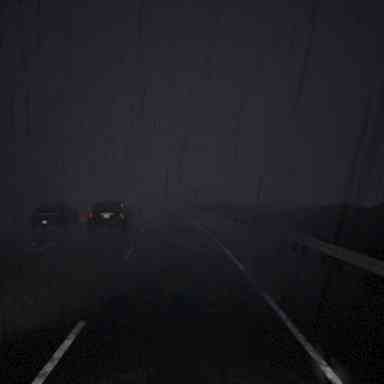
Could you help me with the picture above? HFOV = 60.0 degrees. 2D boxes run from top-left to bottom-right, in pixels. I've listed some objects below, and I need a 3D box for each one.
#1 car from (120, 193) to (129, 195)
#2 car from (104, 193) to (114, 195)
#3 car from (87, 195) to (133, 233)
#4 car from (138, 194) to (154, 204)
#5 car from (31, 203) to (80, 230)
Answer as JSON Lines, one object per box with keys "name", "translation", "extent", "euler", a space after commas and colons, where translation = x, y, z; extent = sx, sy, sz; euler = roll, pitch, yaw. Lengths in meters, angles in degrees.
{"name": "car", "translation": [-15.315, 0.970, 74.840], "extent": [1.882, 1.535, 5.008], "euler": [0, 0, -24]}
{"name": "car", "translation": [-22.429, 0.900, 89.846], "extent": [1.882, 1.535, 5.008], "euler": [0, 0, -29]}
{"name": "car", "translation": [-4.613, 1.261, 19.192], "extent": [2.097, 1.767, 4.553], "euler": [0, 0, -6]}
{"name": "car", "translation": [-8.092, 1.068, 58.445], "extent": [2.097, 1.767, 4.553], "euler": [0, 0, -18]}
{"name": "car", "translation": [-8.246, 1.400, 20.402], "extent": [2.128, 1.511, 4.902], "euler": [0, 0, -6]}
